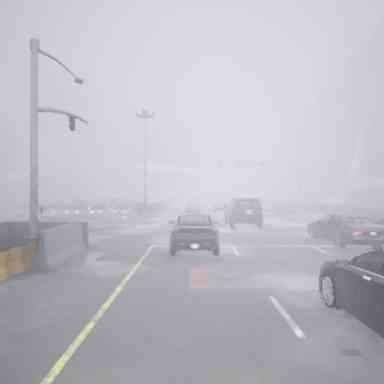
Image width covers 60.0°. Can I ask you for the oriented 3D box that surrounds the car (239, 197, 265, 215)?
[{"bbox_3d":[7.101,1.600,40.038,2.150,2.045,5.566,0,-1,0],"label":"car"}]

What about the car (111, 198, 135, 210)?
[{"bbox_3d":[-10.494,1.966,50.756,1.812,1.442,4.674,0,0,0],"label":"car"}]

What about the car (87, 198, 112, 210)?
[{"bbox_3d":[-13.994,2.005,50.773,1.994,1.385,4.181,0,0,0],"label":"car"}]

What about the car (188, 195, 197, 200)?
[{"bbox_3d":[0.228,1.671,79.687,2.150,2.045,5.566,0,0,0],"label":"car"}]

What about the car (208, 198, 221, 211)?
[{"bbox_3d":[3.602,1.895,43.516,2.128,1.511,4.902,0,0,0],"label":"car"}]

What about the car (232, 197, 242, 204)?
[{"bbox_3d":[10.731,1.971,79.993,1.812,1.442,4.674,0,0,0],"label":"car"}]

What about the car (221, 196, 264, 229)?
[{"bbox_3d":[3.600,1.450,23.788,2.150,2.045,5.566,0,0,0],"label":"car"}]

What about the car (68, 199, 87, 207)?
[{"bbox_3d":[-20.919,2.053,60.927,1.994,1.385,4.181,0,0,0],"label":"car"}]

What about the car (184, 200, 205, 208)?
[{"bbox_3d":[0.101,1.900,37.266,2.033,1.411,5.357,0,-1,0],"label":"car"}]

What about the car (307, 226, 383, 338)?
[{"bbox_3d":[3.600,1.555,5.140,1.837,1.490,4.892,0,0,0],"label":"car"}]

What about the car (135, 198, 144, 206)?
[{"bbox_3d":[-10.416,1.966,61.159,1.882,1.535,5.008,0,0,0],"label":"car"}]

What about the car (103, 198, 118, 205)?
[{"bbox_3d":[-17.340,2.028,71.039,2.033,1.411,5.357,0,0,0],"label":"car"}]

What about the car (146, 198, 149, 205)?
[{"bbox_3d":[-10.335,1.964,71.589,1.882,1.535,5.008,0,0,0],"label":"car"}]

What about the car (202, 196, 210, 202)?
[{"bbox_3d":[3.736,1.947,80.662,1.837,1.490,4.892,0,0,0],"label":"car"}]

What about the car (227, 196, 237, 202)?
[{"bbox_3d":[10.809,1.873,89.995,2.033,1.411,5.357,0,1,0],"label":"car"}]

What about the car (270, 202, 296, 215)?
[{"bbox_3d":[10.601,1.918,39.201,2.033,1.411,5.357,0,-1,0],"label":"car"}]

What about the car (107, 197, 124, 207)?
[{"bbox_3d":[-13.918,1.840,61.024,2.097,1.767,4.553,0,0,0],"label":"car"}]

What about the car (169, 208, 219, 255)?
[{"bbox_3d":[0.100,1.640,13.935,1.837,1.490,4.892,0,-1,0],"label":"car"}]

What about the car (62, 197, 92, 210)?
[{"bbox_3d":[-17.494,1.793,50.821,2.097,1.767,4.553,0,0,0],"label":"car"}]

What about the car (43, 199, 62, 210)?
[{"bbox_3d":[-20.992,1.920,51.069,1.882,1.535,5.008,0,0,0],"label":"car"}]

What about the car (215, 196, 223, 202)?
[{"bbox_3d":[7.306,1.933,89.601,1.994,1.385,4.181,0,1,0],"label":"car"}]

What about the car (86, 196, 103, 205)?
[{"bbox_3d":[-20.838,1.843,71.227,2.097,1.767,4.553,0,0,0],"label":"car"}]

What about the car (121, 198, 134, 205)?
[{"bbox_3d":[-13.837,1.986,71.421,1.837,1.490,4.892,0,0,0],"label":"car"}]

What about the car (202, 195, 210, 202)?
[{"bbox_3d":[3.809,1.733,89.972,2.097,1.767,4.553,0,1,0],"label":"car"}]

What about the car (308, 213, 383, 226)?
[{"bbox_3d":[7.100,1.697,15.520,2.033,1.411,5.357,0,-1,0],"label":"car"}]
